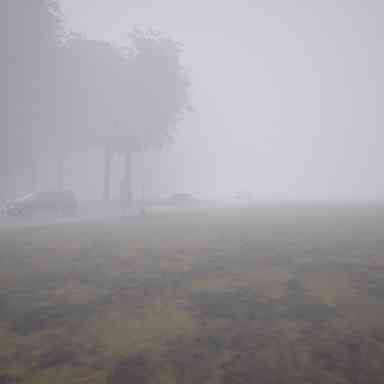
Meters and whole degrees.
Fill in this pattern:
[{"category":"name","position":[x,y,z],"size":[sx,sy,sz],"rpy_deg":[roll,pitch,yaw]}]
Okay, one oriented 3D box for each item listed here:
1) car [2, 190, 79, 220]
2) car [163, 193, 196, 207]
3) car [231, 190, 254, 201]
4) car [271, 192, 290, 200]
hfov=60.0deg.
[{"category":"car","position":[-11.523,0.899,25.714],"size":[2.150,2.045,5.566],"rpy_deg":[1,1,35]},{"category":"car","position":[-1.452,0.889,39.699],"size":[1.837,1.490,4.892],"rpy_deg":[1,1,36]},{"category":"car","position":[8.089,0.505,52.814],"size":[2.097,1.767,4.553],"rpy_deg":[1,1,36]},{"category":"car","position":[15.532,0.689,58.279],"size":[1.895,1.301,4.718],"rpy_deg":[1,1,36]}]
